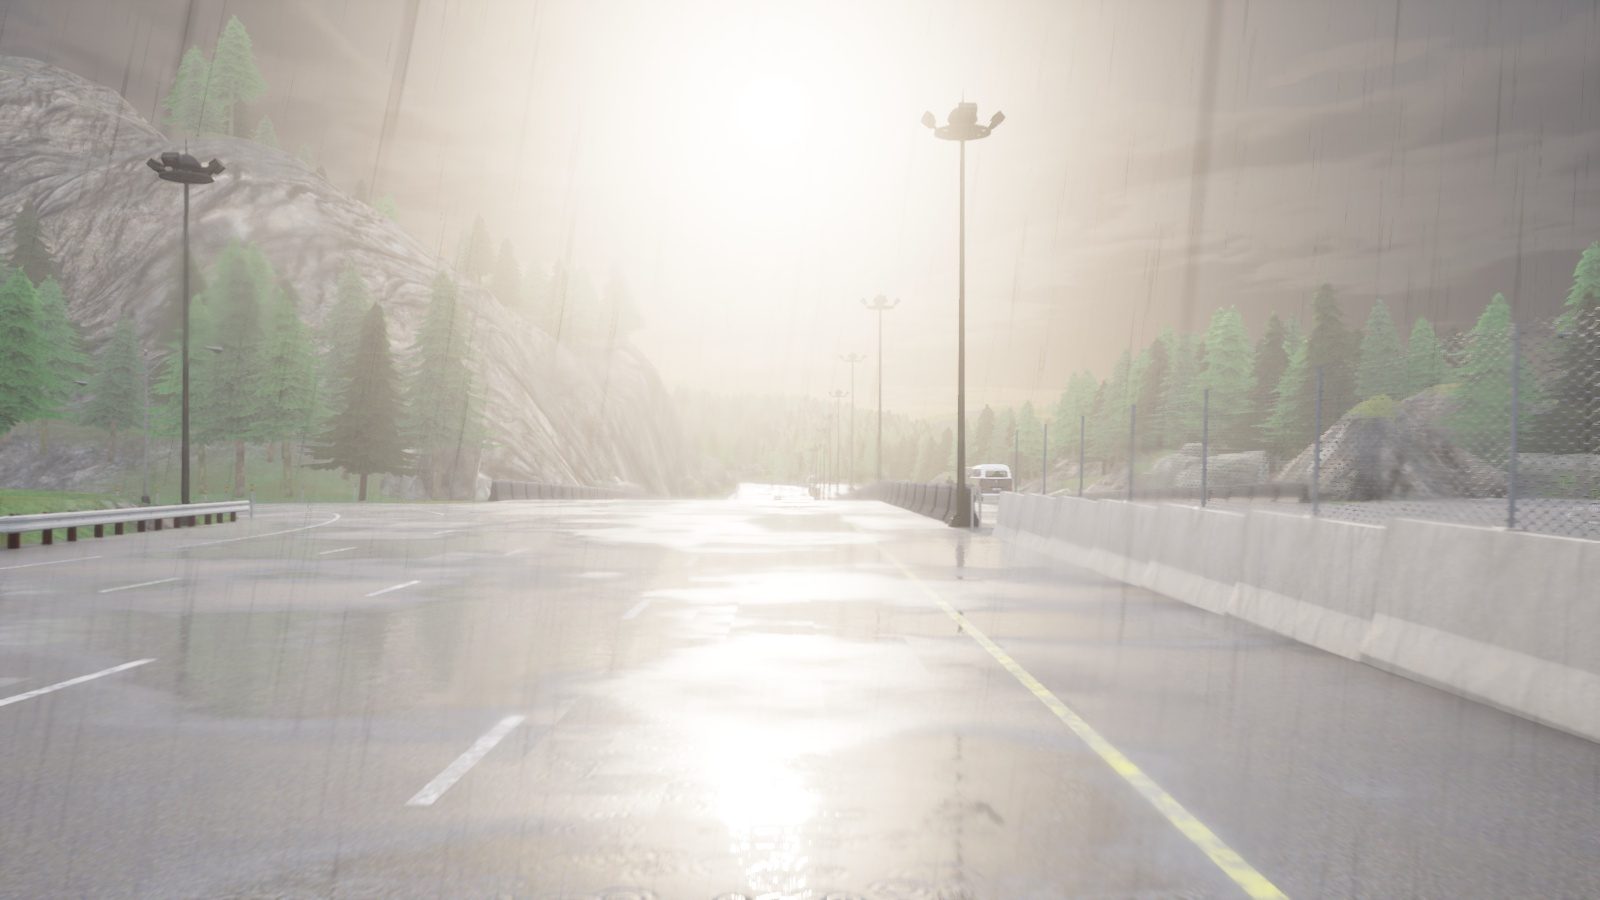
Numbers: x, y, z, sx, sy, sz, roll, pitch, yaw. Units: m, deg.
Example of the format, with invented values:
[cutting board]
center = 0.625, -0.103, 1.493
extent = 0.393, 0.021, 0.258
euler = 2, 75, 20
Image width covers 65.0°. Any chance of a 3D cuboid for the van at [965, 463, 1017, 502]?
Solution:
[van]
center = 10.192, 1.706, 67.418
extent = 2.069, 2.038, 4.480
euler = 0, 0, 0
